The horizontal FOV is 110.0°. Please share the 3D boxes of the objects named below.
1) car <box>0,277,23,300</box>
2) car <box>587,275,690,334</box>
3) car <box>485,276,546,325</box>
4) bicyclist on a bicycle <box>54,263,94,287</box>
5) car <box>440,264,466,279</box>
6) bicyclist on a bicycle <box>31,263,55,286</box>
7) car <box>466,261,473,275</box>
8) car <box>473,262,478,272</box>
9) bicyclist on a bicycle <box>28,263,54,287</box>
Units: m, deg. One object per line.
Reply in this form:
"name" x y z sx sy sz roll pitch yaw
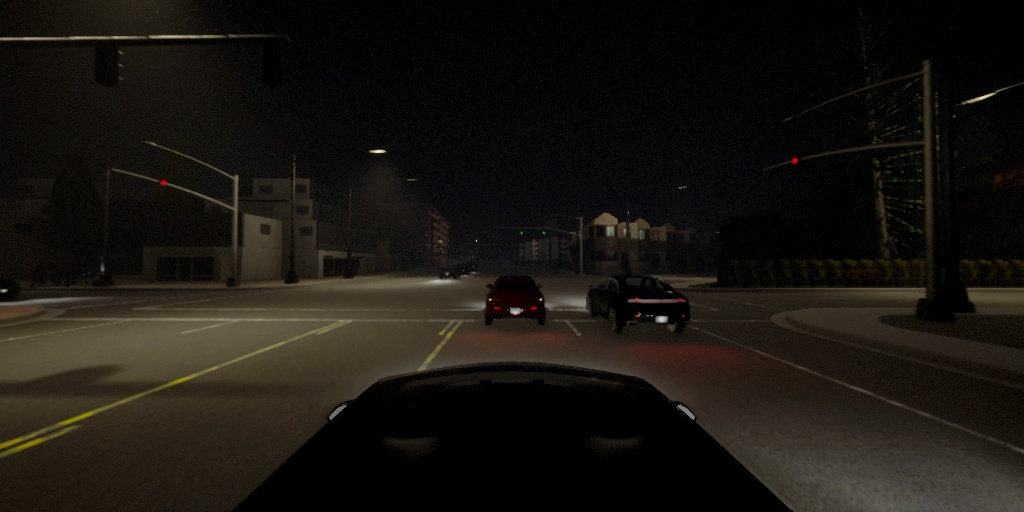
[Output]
"car" -26.118 1.380 16.771 4.892 1.490 1.837 0 -1 1
"car" 3.596 1.336 11.020 2.128 1.511 4.902 0 -1 0
"car" 0.101 1.386 12.217 1.812 1.442 4.674 0 -1 0
"bicyclist on a bicycle" -29.643 1.319 24.464 1.656 1.620 0.582 1 -1 -23
"car" -7.077 1.797 41.550 2.128 1.511 4.902 0 -1 0
"bicyclist on a bicycle" -31.594 1.258 24.624 1.656 1.620 0.582 18 8 -24
"car" -7.060 1.903 50.887 1.837 1.490 4.892 0 0 0
"car" -7.004 1.738 60.841 2.097 1.767 4.553 0 0 0
"bicyclist on a bicycle" -33.017 1.332 25.144 1.656 1.620 0.582 0 0 18
